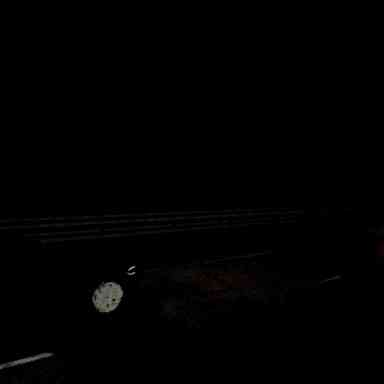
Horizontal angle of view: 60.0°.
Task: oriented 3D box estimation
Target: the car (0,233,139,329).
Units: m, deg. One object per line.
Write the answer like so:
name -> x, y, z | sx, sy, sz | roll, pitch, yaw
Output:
car -> -3.333, 1.452, 5.663 | 5.008, 1.535, 1.882 | -1, 1, -35
